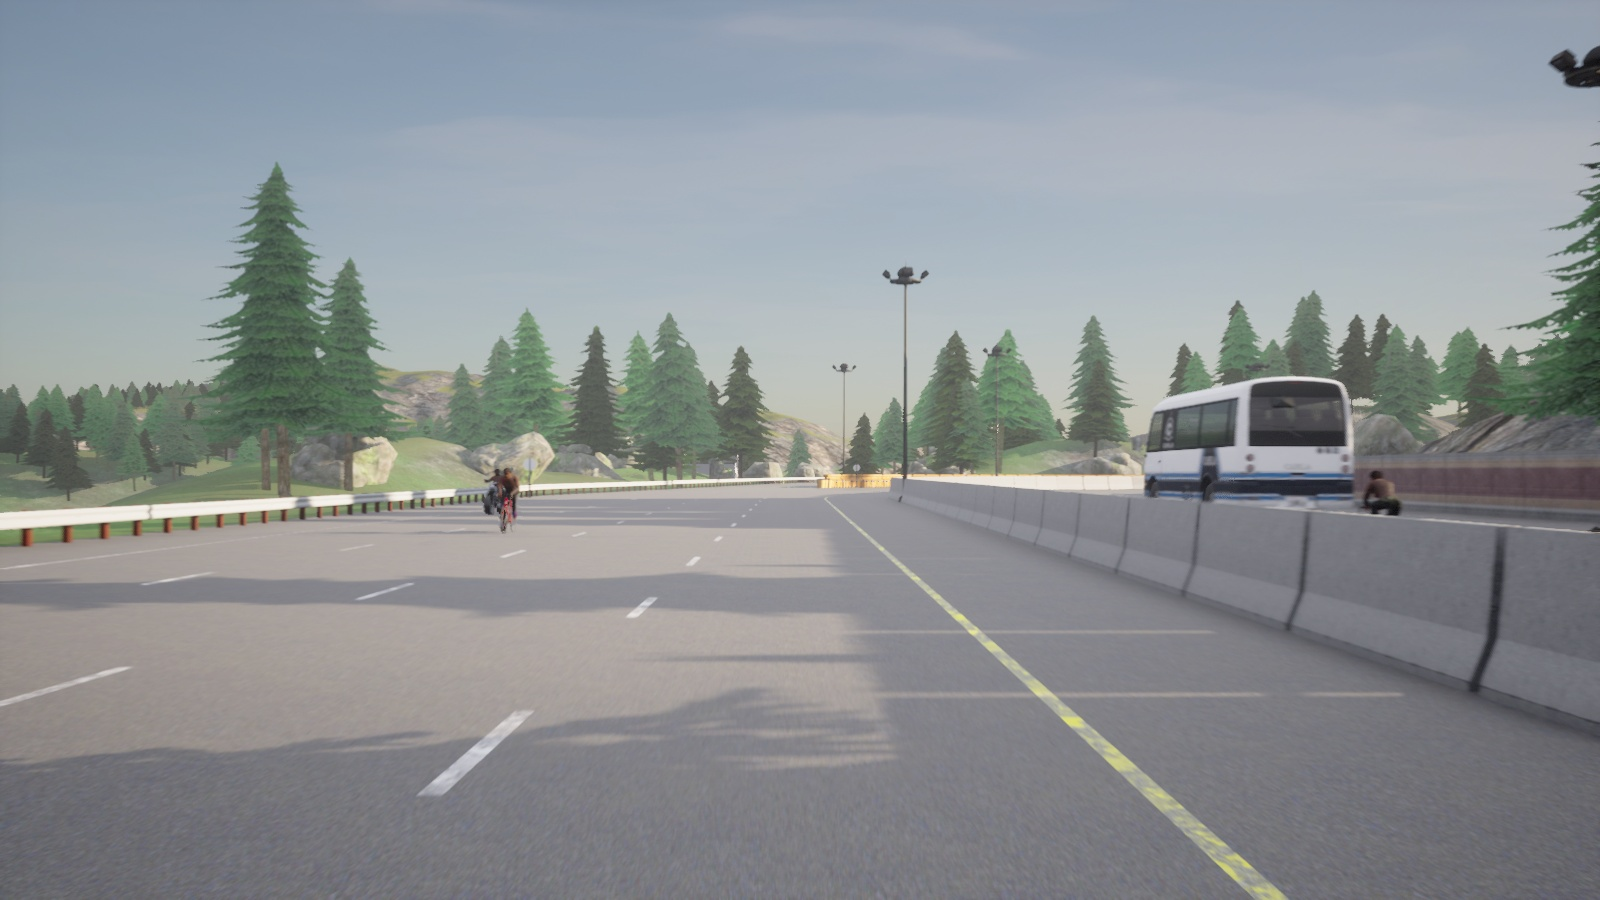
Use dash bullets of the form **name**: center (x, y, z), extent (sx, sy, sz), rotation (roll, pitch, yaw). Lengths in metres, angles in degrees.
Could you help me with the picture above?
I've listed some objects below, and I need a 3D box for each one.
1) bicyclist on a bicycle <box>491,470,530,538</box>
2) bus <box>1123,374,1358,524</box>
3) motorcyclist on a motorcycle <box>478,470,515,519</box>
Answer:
- **bicyclist on a bicycle**: center (-7.120, 1.315, 30.891), extent (0.582, 1.620, 1.656), rotation (0, -1, 0)
- **bus**: center (13.823, 0.068, 40.803), extent (3.944, 4.253, 10.273), rotation (0, -1, 0)
- **motorcyclist on a motorcycle**: center (-10.691, 1.551, 44.275), extent (0.766, 1.649, 2.350), rotation (0, -1, 0)
